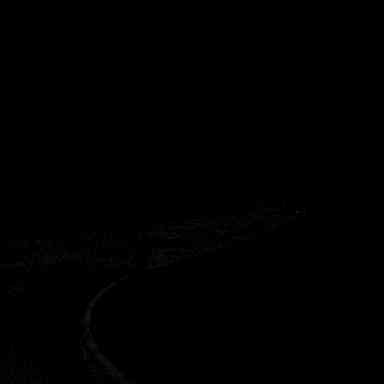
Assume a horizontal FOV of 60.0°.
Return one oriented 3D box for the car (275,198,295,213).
[{"bbox_3d":[10.985,1.524,39.015,2.097,1.767,4.553,0,-1,19],"label":"car"}]
